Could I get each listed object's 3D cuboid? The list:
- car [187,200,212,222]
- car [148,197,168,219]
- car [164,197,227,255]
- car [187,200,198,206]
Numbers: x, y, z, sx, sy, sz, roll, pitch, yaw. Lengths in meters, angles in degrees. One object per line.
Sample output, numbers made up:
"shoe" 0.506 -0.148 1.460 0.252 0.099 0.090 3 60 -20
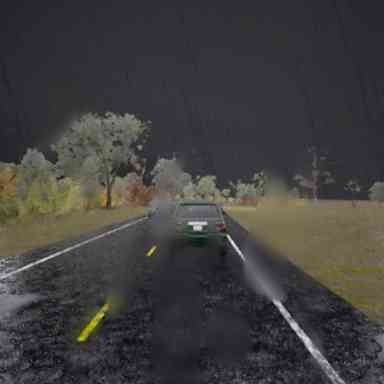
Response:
"car" 0.730 1.662 30.391 2.097 1.767 4.553 0 -1 2
"car" -2.879 1.558 32.724 2.150 2.045 5.566 0 -1 3
"car" 0.265 1.364 14.152 2.150 2.045 5.566 0 -1 1
"car" 0.090 2.424 74.819 1.994 1.385 4.181 0 -1 5
